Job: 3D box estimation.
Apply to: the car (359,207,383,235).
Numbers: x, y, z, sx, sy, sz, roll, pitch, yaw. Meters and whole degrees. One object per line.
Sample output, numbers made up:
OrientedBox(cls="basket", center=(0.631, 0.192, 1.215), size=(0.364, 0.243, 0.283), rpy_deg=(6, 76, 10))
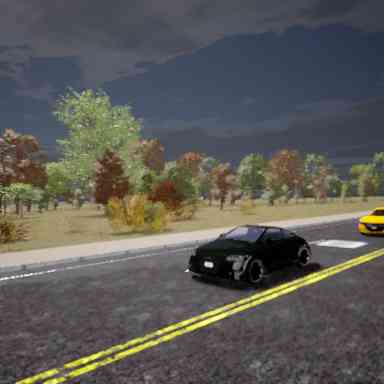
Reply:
OrientedBox(cls="car", center=(11.292, 1.601, 19.059), size=(5.008, 1.535, 1.882), rpy_deg=(0, -2, -43))

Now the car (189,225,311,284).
OrientedBox(cls="car", center=(1.879, 1.716, 10.129), size=(4.181, 1.385, 1.994), rpy_deg=(0, -1, -44))
